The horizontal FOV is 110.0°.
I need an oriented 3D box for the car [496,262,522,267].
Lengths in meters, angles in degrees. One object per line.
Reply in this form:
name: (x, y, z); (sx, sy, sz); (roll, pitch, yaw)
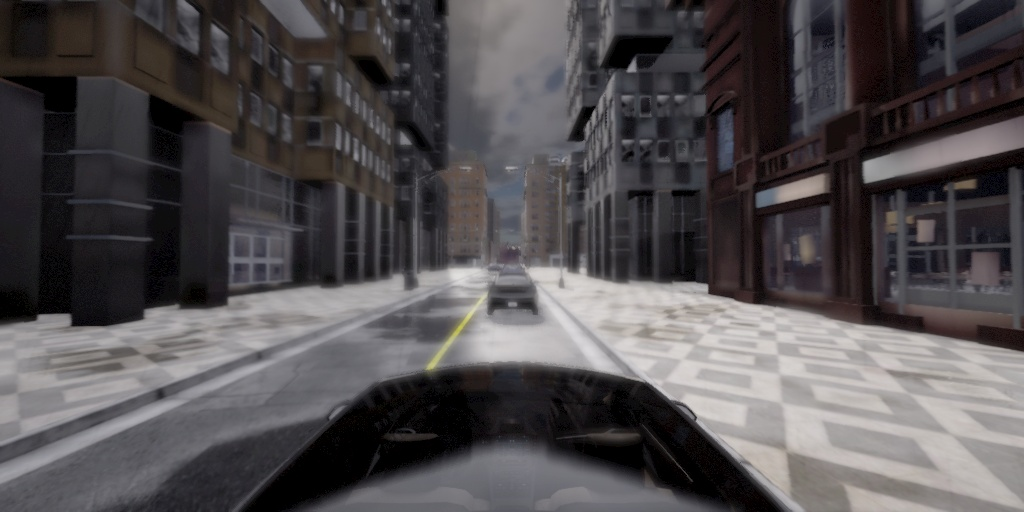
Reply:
car: (0.056, 1.368, 29.240); (2.097, 1.767, 4.553); (0, -1, 1)

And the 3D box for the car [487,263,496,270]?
car: (-3.011, 1.934, 59.804); (2.033, 1.411, 5.357); (0, -1, 1)

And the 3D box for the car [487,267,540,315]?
car: (0.048, 1.374, 14.303); (1.837, 1.490, 4.892); (0, 0, 1)
